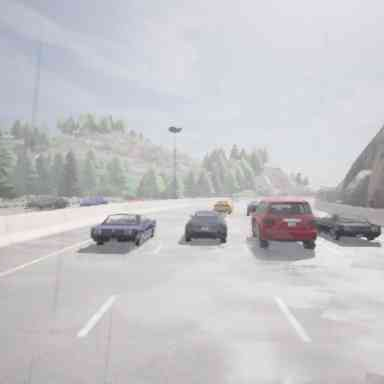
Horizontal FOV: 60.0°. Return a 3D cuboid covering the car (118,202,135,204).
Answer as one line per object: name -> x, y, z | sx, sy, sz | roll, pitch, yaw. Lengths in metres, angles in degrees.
car -> -8.685, 1.372, 46.813 | 2.097, 1.767, 4.553 | 1, 0, 14

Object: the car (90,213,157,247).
car -> -2.867, 1.607, 15.151 | 1.895, 1.301, 4.718 | 1, 0, 5

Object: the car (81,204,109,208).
car -> -12.862, 1.444, 44.158 | 1.882, 1.535, 5.008 | 1, 0, 12

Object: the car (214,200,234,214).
car -> 3.645, 1.614, 37.482 | 1.882, 1.535, 5.008 | 0, 0, 12

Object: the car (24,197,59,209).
car -> -19.959, 1.412, 44.466 | 1.812, 1.442, 4.674 | 1, 0, 12

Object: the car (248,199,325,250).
car -> 3.982, 1.306, 15.105 | 2.150, 2.045, 5.566 | 0, 0, 5

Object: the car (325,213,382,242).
car -> 7.921, 1.735, 17.454 | 1.895, 1.301, 4.718 | 1, 0, 5

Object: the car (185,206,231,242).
car -> 0.791, 1.616, 16.896 | 1.994, 1.385, 4.181 | 1, 0, 5
